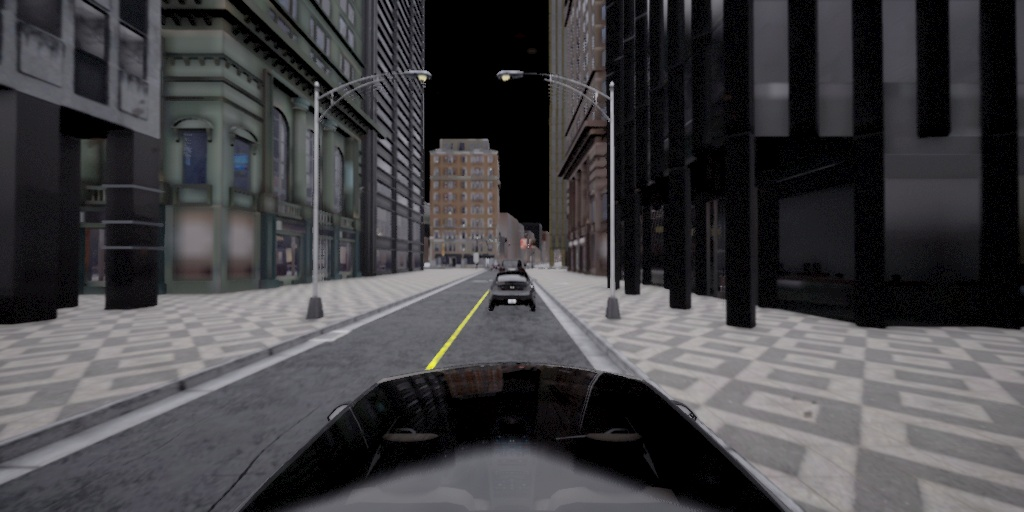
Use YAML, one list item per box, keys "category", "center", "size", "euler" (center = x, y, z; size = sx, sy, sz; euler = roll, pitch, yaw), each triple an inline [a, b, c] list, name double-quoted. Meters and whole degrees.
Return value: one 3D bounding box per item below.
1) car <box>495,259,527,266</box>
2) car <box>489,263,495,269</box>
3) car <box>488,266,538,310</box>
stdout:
- category: "car"
  center: [0.018, 1.249, 29.430]
  size: [2.150, 2.045, 5.566]
  euler: [0, 0, 0]
- category: "car"
  center: [-2.991, 1.984, 65.434]
  size: [1.994, 1.385, 4.181]
  euler: [0, -1, 0]
- category: "car"
  center: [0.023, 1.390, 15.370]
  size: [1.837, 1.490, 4.892]
  euler: [0, 0, 0]
